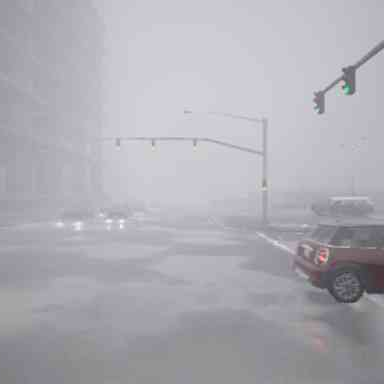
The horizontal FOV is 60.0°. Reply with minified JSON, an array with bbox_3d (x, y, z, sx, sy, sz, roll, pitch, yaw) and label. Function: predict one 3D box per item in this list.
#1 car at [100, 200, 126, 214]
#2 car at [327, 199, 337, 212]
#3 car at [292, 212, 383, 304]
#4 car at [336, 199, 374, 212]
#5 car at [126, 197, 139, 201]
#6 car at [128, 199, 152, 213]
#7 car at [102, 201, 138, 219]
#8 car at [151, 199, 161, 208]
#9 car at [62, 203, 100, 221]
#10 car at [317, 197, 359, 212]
[{"bbox_3d":[-10.706,2.078,44.156,2.033,1.411,5.357,0,-1,0],"label":"car"},{"bbox_3d":[21.719,2.007,46.778,3.905,1.438,1.784,0,-1,1],"label":"car"},{"bbox_3d":[4.877,1.495,7.986,4.553,1.767,2.097,1,-1,0],"label":"car"},{"bbox_3d":[21.685,2.004,43.883,3.806,1.475,1.970,0,-1,1],"label":"car"},{"bbox_3d":[-10.601,1.924,59.120,2.150,2.045,5.566,0,1,1],"label":"car"},{"bbox_3d":[-7.199,2.099,45.668,2.033,1.411,5.357,0,-1,0],"label":"car"},{"bbox_3d":[-7.250,1.960,34.228,2.033,1.411,5.357,0,-1,0],"label":"car"},{"bbox_3d":[-7.061,2.113,62.927,2.097,1.767,4.553,0,-1,1],"label":"car"},{"bbox_3d":[-10.762,1.859,31.866,1.882,1.535,5.008,0,-1,0],"label":"car"},{"bbox_3d":[21.699,1.829,49.464,4.605,1.855,1.932,0,-1,1],"label":"car"}]
